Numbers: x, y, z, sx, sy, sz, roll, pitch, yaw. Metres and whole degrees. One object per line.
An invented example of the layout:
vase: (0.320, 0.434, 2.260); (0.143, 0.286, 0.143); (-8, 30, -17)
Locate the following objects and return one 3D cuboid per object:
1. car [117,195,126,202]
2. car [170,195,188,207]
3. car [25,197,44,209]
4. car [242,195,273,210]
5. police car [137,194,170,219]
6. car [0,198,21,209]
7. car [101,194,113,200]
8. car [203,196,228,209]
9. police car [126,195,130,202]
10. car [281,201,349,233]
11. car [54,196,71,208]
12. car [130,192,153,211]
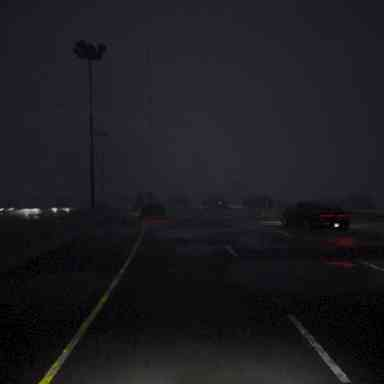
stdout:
car: (-12.747, 1.185, 62.246); (2.033, 1.411, 5.357); (-1, 0, -24)
car: (-1.882, 1.117, 42.721); (1.882, 1.535, 5.008); (0, 0, -16)
car: (-21.248, 1.426, 45.033); (2.128, 1.511, 4.902); (-1, 1, -18)
car: (6.983, 1.051, 35.693); (2.128, 1.511, 4.902); (-1, 0, -13)
police car: (-3.252, 1.230, 27.061); (1.930, 1.638, 5.238); (-1, 1, -10)
car: (-25.508, 1.534, 46.887); (2.033, 1.411, 5.357); (-1, 1, -19)
car: (-19.513, 1.106, 75.900); (2.128, 1.511, 4.902); (-1, 1, -29)
car: (2.654, 1.165, 38.822); (1.994, 1.385, 4.181); (-1, 1, -14)
police car: (-6.944, 1.144, 43.089); (1.930, 1.638, 5.238); (-1, 1, -16)
car: (6.329, 1.240, 17.623); (1.837, 1.490, 4.892); (0, 1, -7)
car: (-17.917, 1.373, 46.184); (1.837, 1.490, 4.892); (-1, 1, -18)
car: (-5.340, 0.972, 37.047); (2.150, 2.045, 5.566); (-1, 1, -14)
